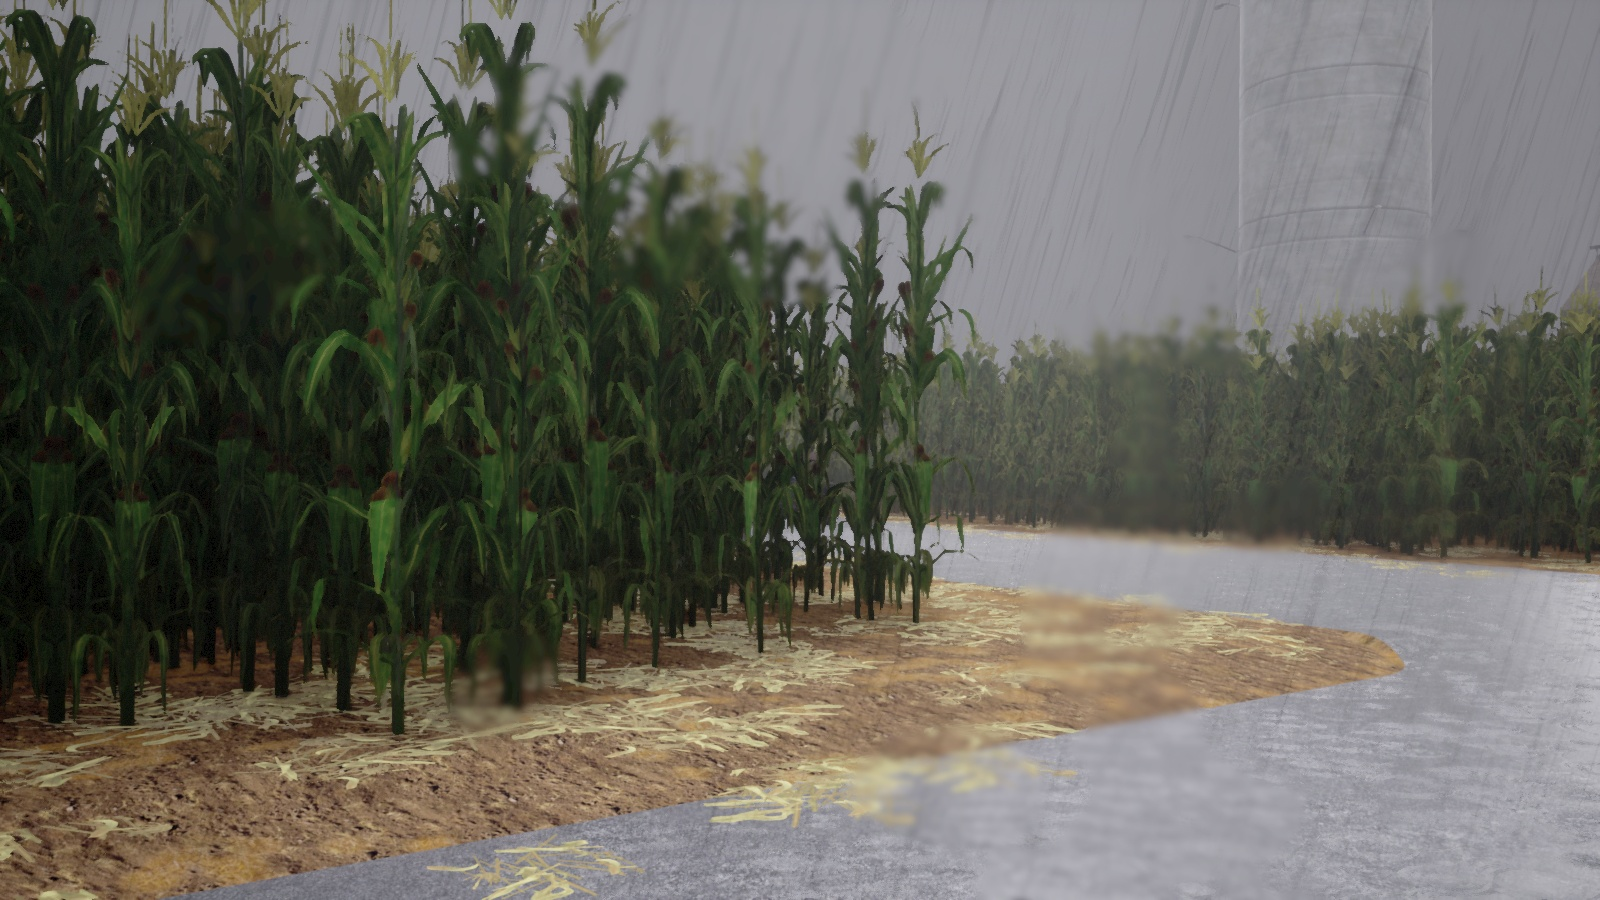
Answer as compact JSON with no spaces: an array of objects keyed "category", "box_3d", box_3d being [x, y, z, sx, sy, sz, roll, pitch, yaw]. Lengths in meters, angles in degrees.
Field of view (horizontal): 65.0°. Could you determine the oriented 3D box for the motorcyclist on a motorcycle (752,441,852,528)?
[{"category":"motorcyclist on a motorcycle","box_3d":[0.006,0.652,24.902,0.766,1.649,2.350,0,0,-34]}]
